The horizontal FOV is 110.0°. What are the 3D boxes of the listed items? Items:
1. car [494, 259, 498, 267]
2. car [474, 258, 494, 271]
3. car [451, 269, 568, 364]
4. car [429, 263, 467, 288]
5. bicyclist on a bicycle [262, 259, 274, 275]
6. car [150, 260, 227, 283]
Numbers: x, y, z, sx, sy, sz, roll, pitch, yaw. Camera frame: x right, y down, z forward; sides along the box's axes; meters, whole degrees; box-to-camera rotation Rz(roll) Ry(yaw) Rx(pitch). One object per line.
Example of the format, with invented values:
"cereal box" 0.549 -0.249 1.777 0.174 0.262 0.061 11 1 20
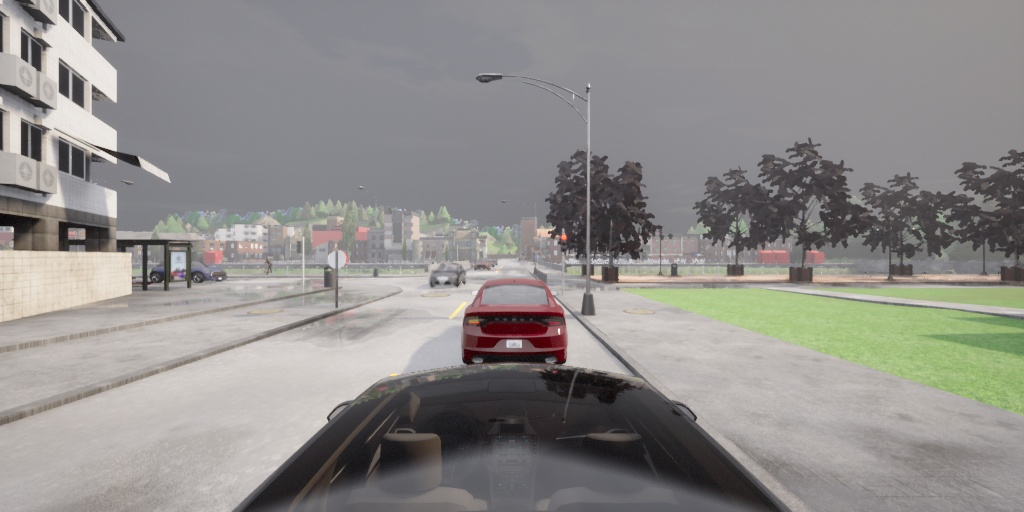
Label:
"car" -4.037 1.239 63.380 2.128 1.511 4.902 0 0 0
"car" -4.074 1.100 50.297 2.097 1.767 4.553 0 0 0
"car" 0.055 1.227 8.097 1.882 1.535 5.008 0 0 0
"car" -4.090 1.240 23.480 2.128 1.511 4.902 0 0 0
"bicyclist on a bicycle" -24.011 1.097 35.296 0.582 1.620 1.656 0 0 0
"car" -24.132 1.101 26.900 4.553 1.767 2.097 0 0 0
